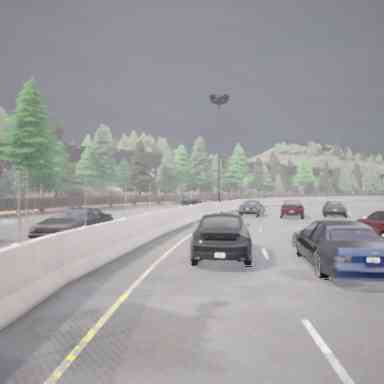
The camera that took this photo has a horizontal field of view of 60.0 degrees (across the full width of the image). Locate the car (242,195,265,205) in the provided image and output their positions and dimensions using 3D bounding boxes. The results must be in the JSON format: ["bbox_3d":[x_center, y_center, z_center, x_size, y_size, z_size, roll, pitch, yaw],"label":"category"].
[{"bbox_3d":[10.432,1.373,56.117,1.882,1.535,5.008,0,0,34],"label":"car"}]

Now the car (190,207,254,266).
[{"bbox_3d":[1.052,1.478,11.486,1.837,1.490,4.892,0,0,7],"label":"car"}]

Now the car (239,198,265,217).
[{"bbox_3d":[5.519,1.490,30.474,2.033,1.411,5.357,0,0,19],"label":"car"}]

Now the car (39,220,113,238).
[{"bbox_3d":[-5.567,1.478,16.164,2.033,1.411,5.357,0,0,10],"label":"car"}]

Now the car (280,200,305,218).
[{"bbox_3d":[8.970,1.438,29.606,1.882,1.535,5.008,0,0,19],"label":"car"}]

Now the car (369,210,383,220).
[{"bbox_3d":[8.503,1.478,14.024,1.882,1.535,5.008,0,0,9],"label":"car"}]

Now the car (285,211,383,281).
[{"bbox_3d":[4.296,1.540,9.823,2.033,1.411,5.357,0,0,7],"label":"car"}]

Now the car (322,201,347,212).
[{"bbox_3d":[13.218,1.540,30.937,1.994,1.385,4.181,0,0,21],"label":"car"}]
